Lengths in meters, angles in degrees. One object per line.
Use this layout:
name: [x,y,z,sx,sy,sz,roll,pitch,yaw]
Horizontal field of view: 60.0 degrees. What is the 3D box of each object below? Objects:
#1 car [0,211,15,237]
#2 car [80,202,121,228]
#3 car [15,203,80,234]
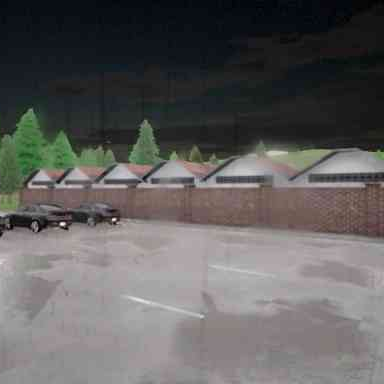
car: [-10.790,1.411,15.937,4.892,1.490,1.837,0,0,35]
car: [-6.725,1.411,21.636,4.892,1.490,1.837,0,0,35]
car: [-8.742,1.411,18.776,4.892,1.490,1.837,0,0,35]
